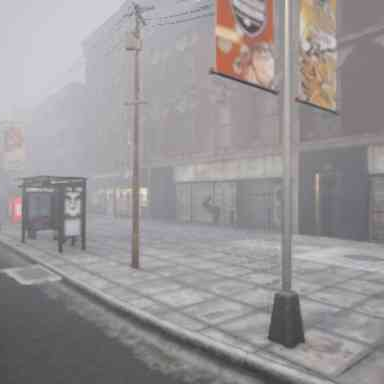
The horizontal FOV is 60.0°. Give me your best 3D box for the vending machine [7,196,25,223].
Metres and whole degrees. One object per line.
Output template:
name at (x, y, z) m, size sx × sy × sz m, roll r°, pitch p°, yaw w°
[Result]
vending machine at (-14.008, 1.361, 26.532) m, size 1.100 × 2.100 × 0.880 m, roll 1°, pitch -1°, yaw -40°
